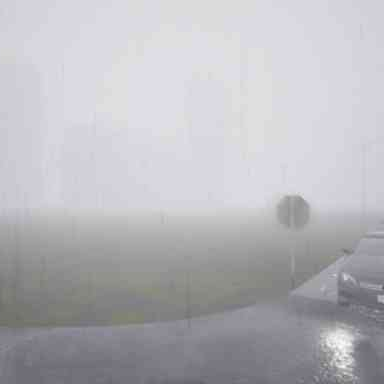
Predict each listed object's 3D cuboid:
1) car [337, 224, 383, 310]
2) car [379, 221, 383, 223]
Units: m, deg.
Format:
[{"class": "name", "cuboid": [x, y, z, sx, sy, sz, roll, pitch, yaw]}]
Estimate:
[{"class": "car", "cuboid": [4.723, 1.713, 7.986, 1.812, 1.442, 4.674, 0, -1, 31]}, {"class": "car", "cuboid": [10.785, 1.850, 16.847, 2.128, 1.511, 4.902, -1, -1, 35]}]
